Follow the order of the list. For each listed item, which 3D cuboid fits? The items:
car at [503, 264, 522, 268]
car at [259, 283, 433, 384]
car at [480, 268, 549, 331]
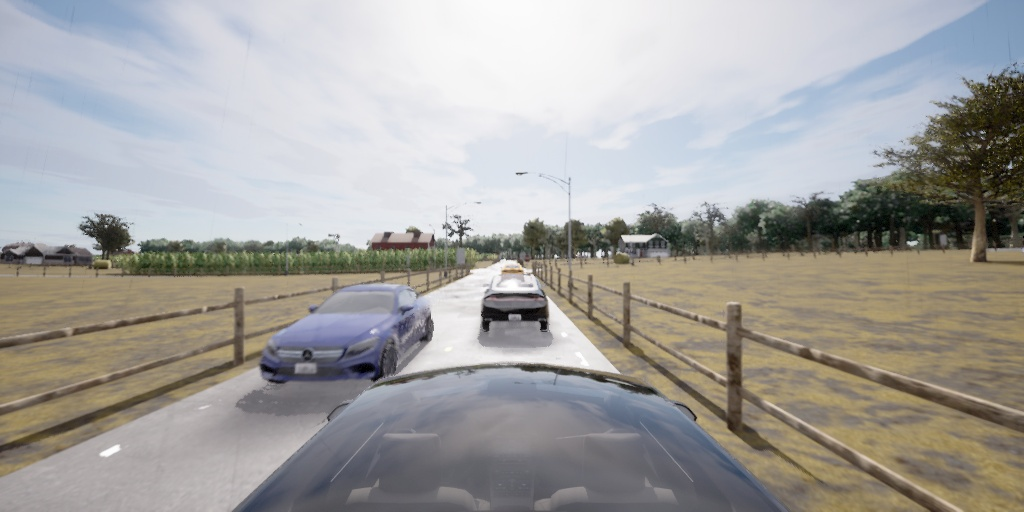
[{"bbox_3d":[0.039,1.387,30.426,1.882,1.535,5.008,0,0,0],"label":"car"},{"bbox_3d":[-2.860,1.314,7.300,1.812,1.442,4.674,0,0,0],"label":"car"},{"bbox_3d":[0.079,1.306,11.308,2.128,1.511,4.902,0,0,0],"label":"car"}]
